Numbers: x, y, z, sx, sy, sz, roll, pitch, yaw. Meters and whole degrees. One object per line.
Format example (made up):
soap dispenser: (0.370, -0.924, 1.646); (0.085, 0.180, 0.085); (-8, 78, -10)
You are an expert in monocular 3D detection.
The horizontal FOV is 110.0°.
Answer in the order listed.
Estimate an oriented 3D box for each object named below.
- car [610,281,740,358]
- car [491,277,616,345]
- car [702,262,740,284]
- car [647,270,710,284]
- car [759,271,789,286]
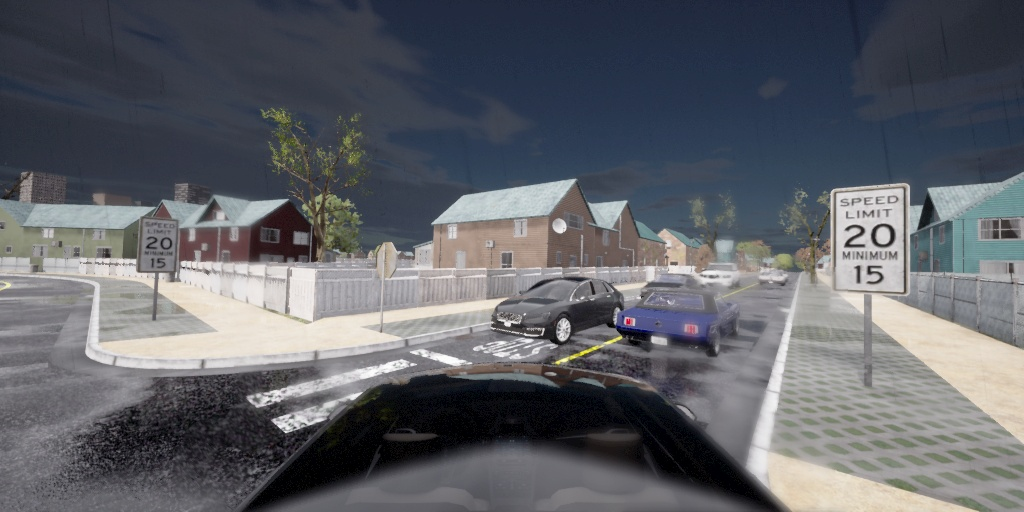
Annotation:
car: (4.408, 1.481, 9.017); (1.895, 1.301, 4.718); (0, -1, 39)
car: (1.491, 1.353, 10.029); (1.837, 1.490, 4.892); (0, -1, 41)
car: (16.689, 1.540, 28.629); (2.150, 2.045, 5.566); (0, 0, 39)
car: (8.265, 1.605, 18.282); (2.033, 1.411, 5.357); (0, -1, 39)
car: (24.761, 2.131, 33.983); (1.895, 1.301, 4.718); (0, -1, 39)
